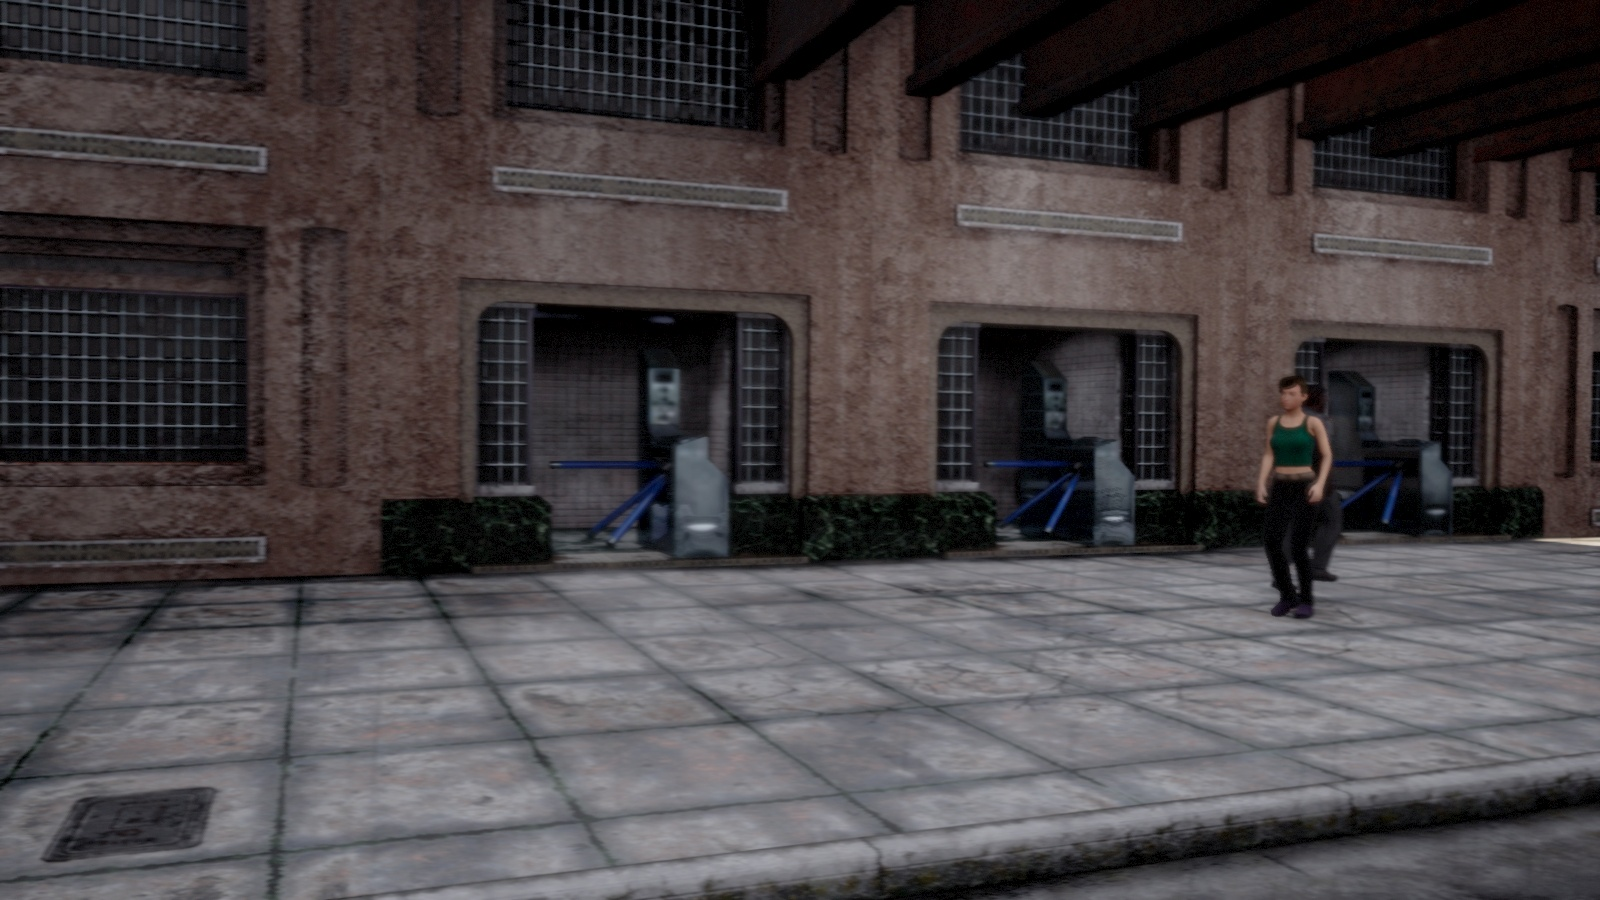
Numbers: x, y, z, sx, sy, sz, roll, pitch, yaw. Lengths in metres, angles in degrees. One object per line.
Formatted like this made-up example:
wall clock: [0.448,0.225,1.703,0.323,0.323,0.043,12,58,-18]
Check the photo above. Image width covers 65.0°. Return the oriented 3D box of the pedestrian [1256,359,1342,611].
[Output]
pedestrian: [3.751,0.248,9.430,0.594,1.836,0.345,-1,1,-39]

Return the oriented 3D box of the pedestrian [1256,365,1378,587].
pedestrian: [4.567,0.210,11.099,0.849,1.883,0.563,-1,1,-25]
